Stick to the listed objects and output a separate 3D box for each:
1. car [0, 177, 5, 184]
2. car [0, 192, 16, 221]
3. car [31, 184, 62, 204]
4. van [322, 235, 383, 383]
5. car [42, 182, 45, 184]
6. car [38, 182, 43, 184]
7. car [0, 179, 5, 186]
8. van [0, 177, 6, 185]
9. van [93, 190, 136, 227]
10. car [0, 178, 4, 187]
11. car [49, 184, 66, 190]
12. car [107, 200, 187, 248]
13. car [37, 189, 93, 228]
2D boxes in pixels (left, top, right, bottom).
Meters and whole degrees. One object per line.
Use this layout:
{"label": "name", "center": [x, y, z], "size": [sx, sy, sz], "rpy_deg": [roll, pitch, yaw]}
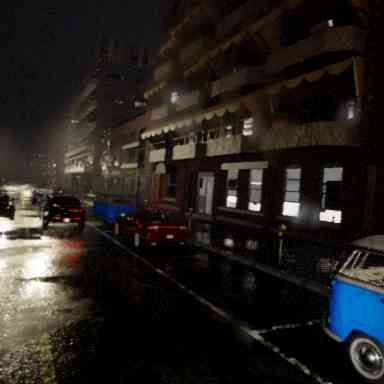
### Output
{"label": "car", "center": [-39.680, -2.112, 68.106], "size": [2.192, 1.841, 5.009], "rpy_deg": [3, 1, -28]}
{"label": "car", "center": [-10.315, 0.663, 17.364], "size": [1.994, 1.385, 4.181], "rpy_deg": [4, 1, -28]}
{"label": "car", "center": [-13.110, 0.330, 29.367], "size": [2.033, 1.411, 5.357], "rpy_deg": [4, 1, -27]}
{"label": "van", "center": [3.339, 1.535, 3.416], "size": [1.690, 1.788, 3.998], "rpy_deg": [3, 1, -28]}
{"label": "car", "center": [-22.182, -0.546, 52.542], "size": [1.752, 1.417, 4.829], "rpy_deg": [3, 1, -28]}
{"label": "car", "center": [-27.192, -0.963, 62.187], "size": [1.887, 1.381, 4.507], "rpy_deg": [3, 1, -28]}
{"label": "car", "center": [-42.240, -2.081, 73.006], "size": [1.947, 1.339, 4.313], "rpy_deg": [3, 1, -28]}
{"label": "van", "center": [-44.769, -2.525, 77.901], "size": [1.690, 1.788, 3.998], "rpy_deg": [3, 1, -28]}
{"label": "van", "center": [-4.289, 0.852, 18.107], "size": [1.690, 1.788, 3.998], "rpy_deg": [3, 1, -28]}
{"label": "car", "center": [-34.610, -1.420, 58.315], "size": [1.947, 1.339, 4.313], "rpy_deg": [3, 1, -28]}
{"label": "car", "center": [-17.019, -0.053, 42.598], "size": [1.947, 1.339, 4.313], "rpy_deg": [3, 1, -28]}
{"label": "car", "center": [-1.760, 1.282, 13.212], "size": [1.887, 1.381, 4.507], "rpy_deg": [3, 1, -28]}
{"label": "car", "center": [-6.536, 0.875, 16.690], "size": [1.837, 1.490, 4.892], "rpy_deg": [4, 1, -27]}
